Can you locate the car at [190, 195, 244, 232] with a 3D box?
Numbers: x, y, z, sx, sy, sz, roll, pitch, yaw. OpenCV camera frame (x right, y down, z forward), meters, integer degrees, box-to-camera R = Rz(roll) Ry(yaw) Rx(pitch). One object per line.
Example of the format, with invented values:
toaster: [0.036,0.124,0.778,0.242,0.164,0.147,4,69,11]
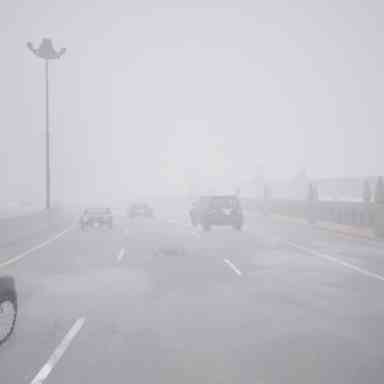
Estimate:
car: [1.352,1.192,20.219,2.150,2.045,5.566,0,0,-11]

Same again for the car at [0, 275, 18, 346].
car: [-3.625,1.491,3.270,1.882,1.535,5.008,0,0,-2]

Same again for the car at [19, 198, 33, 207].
car: [-26.675,1.691,53.700,2.033,1.411,5.357,-1,0,-25]

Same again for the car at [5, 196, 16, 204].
car: [-39.527,1.727,72.447,1.837,1.490,4.892,-1,0,-26]

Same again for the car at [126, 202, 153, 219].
car: [-4.702,1.561,29.563,1.994,1.385,4.181,0,0,-17]

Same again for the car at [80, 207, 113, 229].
car: [-6.120,1.615,21.701,1.895,1.301,4.718,0,0,-13]
